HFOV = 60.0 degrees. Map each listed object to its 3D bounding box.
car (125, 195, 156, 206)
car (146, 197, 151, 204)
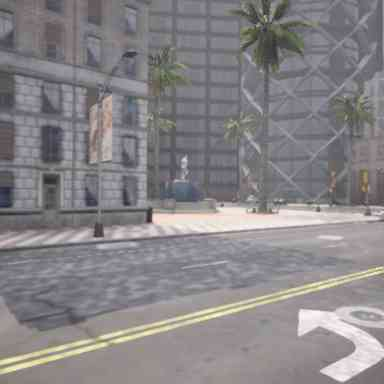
[{"bbox_3d":[-9.689,1.532,63.054,5.566,2.045,2.150,0,0,-1],"label":"car"},{"bbox_3d":[-8.559,1.787,59.529,4.902,1.511,2.128,0,0,0],"label":"car"}]
